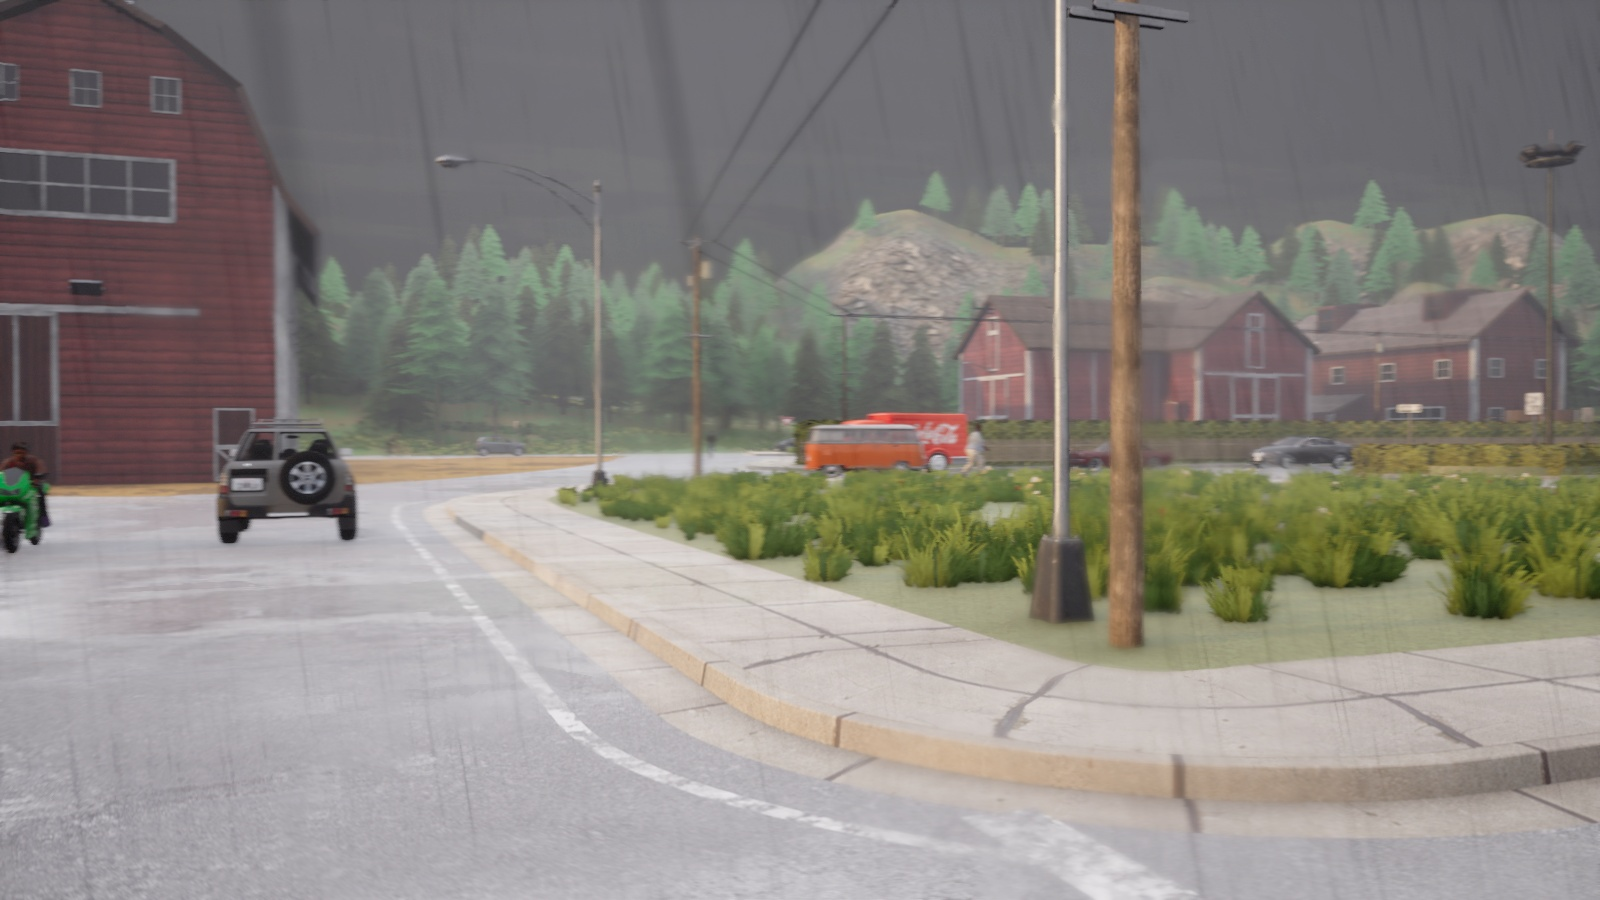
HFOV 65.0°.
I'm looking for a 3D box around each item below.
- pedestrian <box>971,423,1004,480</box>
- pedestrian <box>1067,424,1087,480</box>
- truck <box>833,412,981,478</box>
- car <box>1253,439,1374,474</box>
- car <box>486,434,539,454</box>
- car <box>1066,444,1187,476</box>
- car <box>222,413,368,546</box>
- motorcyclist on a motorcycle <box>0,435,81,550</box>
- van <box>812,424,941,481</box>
[{"bbox_3d":[6.160,0.047,41.343,0.900,1.855,0.874,0,1,-4],"label":"pedestrian"},{"bbox_3d":[9.198,0.058,41.713,0.594,1.836,0.345,0,1,2],"label":"pedestrian"},{"bbox_3d":[4.223,-0.198,49.623,5.204,2.467,2.627,0,1,-22],"label":"truck"},{"bbox_3d":[23.201,0.254,56.716,4.902,1.511,2.128,0,1,-20],"label":"car"},{"bbox_3d":[-21.244,-0.448,92.888,3.633,1.501,1.845,0,1,-20],"label":"car"},{"bbox_3d":[13.838,0.395,53.271,4.718,1.301,1.895,0,1,-20],"label":"car"},{"bbox_3d":[-7.961,0.381,20.051,1.932,1.855,4.605,0,1,-20],"label":"car"},{"bbox_3d":[-10.791,0.560,17.696,0.797,1.523,2.044,0,1,-20],"label":"motorcyclist on a motorcycle"},{"bbox_3d":[2.770,0.072,45.828,4.442,1.987,1.775,1,1,-7],"label":"van"}]
